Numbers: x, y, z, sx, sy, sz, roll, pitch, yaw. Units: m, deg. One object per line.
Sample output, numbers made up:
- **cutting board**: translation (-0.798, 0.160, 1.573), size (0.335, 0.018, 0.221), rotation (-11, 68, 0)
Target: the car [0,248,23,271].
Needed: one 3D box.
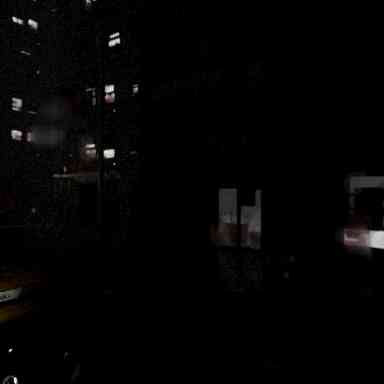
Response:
- **car**: translation (-4.583, 1.447, 6.141), size (4.829, 1.417, 1.752), rotation (1, 1, 36)

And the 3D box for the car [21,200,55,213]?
- **car**: translation (-16.200, 1.557, 36.071), size (1.887, 1.381, 4.507), rotation (0, -1, 35)

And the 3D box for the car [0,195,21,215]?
- **car**: translation (-19.490, 1.224, 31.428), size (2.192, 1.841, 5.009), rotation (0, -1, 35)

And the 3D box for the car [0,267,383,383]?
- **car**: translation (0.140, 1.550, 2.773), size (4.313, 1.339, 1.947), rotation (1, 1, 36)
